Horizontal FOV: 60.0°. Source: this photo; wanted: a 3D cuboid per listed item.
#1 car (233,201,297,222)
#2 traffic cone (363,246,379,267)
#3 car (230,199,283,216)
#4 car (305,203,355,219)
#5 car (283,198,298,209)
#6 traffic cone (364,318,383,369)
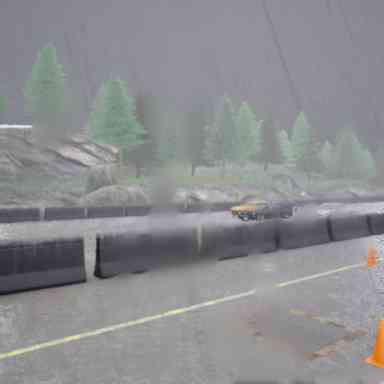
[{"bbox_3d":[5.789,1.658,26.146,4.718,1.301,1.895,0,0,-36],"label":"car"},{"bbox_3d":[5.592,1.983,10.364,0.340,0.580,0.340,0,0,-35],"label":"traffic cone"},{"bbox_3d":[5.721,1.538,30.440,5.008,1.535,1.882,0,0,-36],"label":"car"},{"bbox_3d":[10.585,1.541,25.327,4.674,1.442,1.812,0,0,-36],"label":"car"},{"bbox_3d":[10.010,1.492,37.933,5.008,1.535,1.882,0,0,-36],"label":"car"},{"bbox_3d":[2.529,1.972,4.401,0.340,0.580,0.340,0,0,-36],"label":"traffic cone"}]
